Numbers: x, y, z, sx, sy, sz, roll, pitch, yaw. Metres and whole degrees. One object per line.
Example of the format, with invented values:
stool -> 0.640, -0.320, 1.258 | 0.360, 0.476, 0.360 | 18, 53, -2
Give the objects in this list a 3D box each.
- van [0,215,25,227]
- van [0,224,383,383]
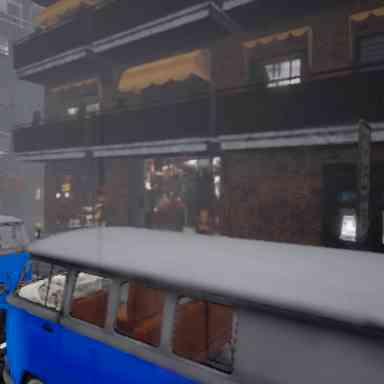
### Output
van -> -4.613, 1.237, 6.075 | 3.998, 1.788, 1.690 | 1, 2, 35
van -> -0.018, 1.299, 2.871 | 3.998, 1.788, 1.690 | 1, 2, 35
